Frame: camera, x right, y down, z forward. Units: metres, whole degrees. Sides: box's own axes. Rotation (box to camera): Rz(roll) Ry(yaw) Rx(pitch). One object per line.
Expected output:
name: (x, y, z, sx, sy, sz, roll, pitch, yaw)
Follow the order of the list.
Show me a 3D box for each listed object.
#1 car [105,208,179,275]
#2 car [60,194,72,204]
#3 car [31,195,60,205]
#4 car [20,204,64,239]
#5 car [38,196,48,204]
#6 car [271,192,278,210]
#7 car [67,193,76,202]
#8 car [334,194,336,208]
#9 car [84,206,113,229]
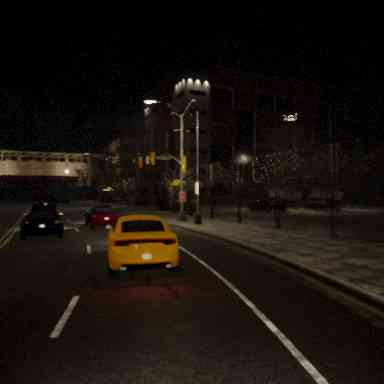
car: (-1.719, 1.483, 10.714, 1.882, 1.535, 5.008, 0, -1, -14)
car: (-25.129, 1.645, 64.979, 1.994, 1.385, 4.181, 0, 0, -24)
car: (-15.114, 1.271, 34.215, 2.150, 2.045, 5.566, 0, 0, -24)
car: (-7.886, 1.589, 17.673, 1.994, 1.385, 4.181, 0, 0, -22)
car: (-29.515, 1.620, 65.966, 1.812, 1.442, 4.674, 0, 0, -24)
car: (7.974, 1.226, 36.294, 2.185, 1.767, 4.553, 0, 0, -25)
car: (-31.117, 1.695, 85.884, 1.895, 1.301, 4.718, 0, 0, -25)
car: (14.871, 1.354, 39.486, 1.816, 1.474, 4.193, 0, 0, -25)
car: (-5.952, 1.583, 22.066, 1.994, 1.385, 4.181, 0, 0, -23)
